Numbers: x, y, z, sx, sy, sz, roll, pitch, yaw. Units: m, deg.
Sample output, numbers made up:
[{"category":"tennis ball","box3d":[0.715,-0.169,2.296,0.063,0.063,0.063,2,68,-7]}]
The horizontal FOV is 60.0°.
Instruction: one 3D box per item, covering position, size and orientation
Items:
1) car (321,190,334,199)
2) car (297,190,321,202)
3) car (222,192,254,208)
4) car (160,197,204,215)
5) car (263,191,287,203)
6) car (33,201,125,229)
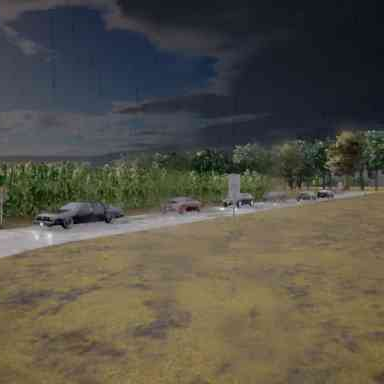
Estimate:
[{"category":"car","box3d":[22.167,0.343,55.134,1.882,1.535,5.008,0,1,35]},{"category":"car","box3d":[16.170,0.563,46.645,1.837,1.490,4.892,0,1,35]},{"category":"car","box3d":[5.088,0.837,36.058,1.837,1.490,4.892,0,1,36]},{"category":"car","box3d":[-0.797,1.086,27.761,1.994,1.385,4.181,0,1,34]},{"category":"car","box3d":[11.171,0.617,44.604,1.882,1.535,5.008,0,1,36]},{"category":"car","box3d":[-6.440,1.254,19.690,2.033,1.411,5.357,0,1,34]}]
